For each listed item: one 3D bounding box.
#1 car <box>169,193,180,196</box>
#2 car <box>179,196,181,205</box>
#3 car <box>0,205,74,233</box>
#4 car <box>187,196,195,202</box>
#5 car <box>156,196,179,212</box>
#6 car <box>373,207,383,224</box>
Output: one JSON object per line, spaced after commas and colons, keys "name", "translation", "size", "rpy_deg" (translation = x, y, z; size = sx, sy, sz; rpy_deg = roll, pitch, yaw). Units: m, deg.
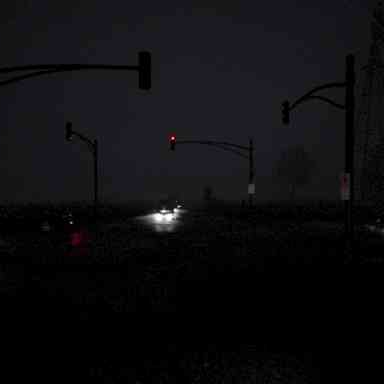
{"name": "car", "translation": [-3.067, 1.209, 57.806], "size": [2.150, 2.045, 5.566], "rpy_deg": [0, 0, 0]}
{"name": "car", "translation": [-3.019, 1.589, 47.455], "size": [1.895, 1.301, 4.718], "rpy_deg": [0, 0, 0]}
{"name": "car", "translation": [-9.460, 1.570, 19.401], "size": [4.892, 1.490, 1.837], "rpy_deg": [-1, 1, 0]}
{"name": "car", "translation": [-0.341, 1.584, 78.353], "size": [1.895, 1.301, 4.718], "rpy_deg": [0, 0, 0]}
{"name": "car", "translation": [-2.966, 1.480, 37.639], "size": [2.128, 1.511, 4.902], "rpy_deg": [0, 0, -1]}
{"name": "car", "translation": [13.318, 1.106, 19.654], "size": [4.553, 1.767, 2.097], "rpy_deg": [-1, 1, 3]}
